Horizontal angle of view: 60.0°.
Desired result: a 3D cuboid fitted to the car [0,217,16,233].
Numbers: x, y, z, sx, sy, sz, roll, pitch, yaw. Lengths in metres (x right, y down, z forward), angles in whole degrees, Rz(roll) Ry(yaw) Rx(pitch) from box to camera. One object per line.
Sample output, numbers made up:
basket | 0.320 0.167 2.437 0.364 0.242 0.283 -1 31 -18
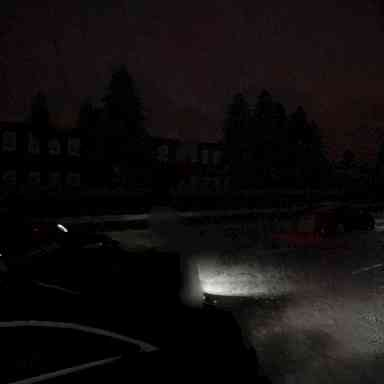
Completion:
car | -6.783 1.530 7.505 4.674 1.442 1.812 0 0 -36

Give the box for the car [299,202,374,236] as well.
car | 7.921 1.424 17.994 5.008 1.535 1.882 0 0 -35

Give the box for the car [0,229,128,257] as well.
car | -1.885 1.557 6.699 4.181 1.385 1.994 0 0 -36

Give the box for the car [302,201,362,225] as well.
car | 10.086 1.455 23.854 4.674 1.442 1.812 0 0 -36

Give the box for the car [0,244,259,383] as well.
car | -1.567 1.491 2.628 4.902 1.511 2.128 0 0 -35

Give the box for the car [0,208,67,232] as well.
car | -6.759 1.348 11.821 4.553 1.767 2.097 0 0 -36
